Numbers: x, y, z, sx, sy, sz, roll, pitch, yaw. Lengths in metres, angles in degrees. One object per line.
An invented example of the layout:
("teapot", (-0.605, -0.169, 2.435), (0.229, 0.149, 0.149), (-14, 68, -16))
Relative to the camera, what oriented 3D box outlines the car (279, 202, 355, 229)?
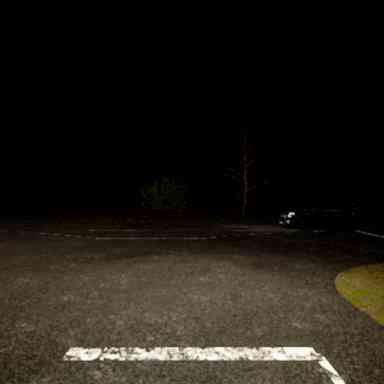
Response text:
("car", (8.117, 1.435, 21.863), (4.553, 1.767, 2.097), (0, 0, -2))
